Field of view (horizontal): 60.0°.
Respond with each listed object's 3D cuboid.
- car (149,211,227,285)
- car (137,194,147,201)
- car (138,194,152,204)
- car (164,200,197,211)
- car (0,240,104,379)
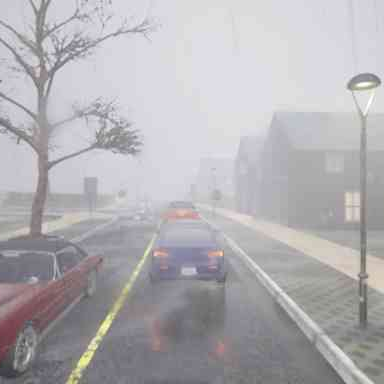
[{"bbox_3d":[-0.129,1.495,9.295,1.812,1.442,4.674,0,0,-2],"label":"car"},{"bbox_3d":[-11.288,1.252,75.189,1.812,1.442,4.674,0,0,-12],"label":"car"},{"bbox_3d":[-8.373,1.355,60.386,1.994,1.385,4.181,0,0,-10],"label":"car"},{"bbox_3d":[-0.719,1.283,21.159,2.097,1.767,4.553,0,0,-3],"label":"car"},{"bbox_3d":[-2.949,1.582,5.571,1.895,1.301,4.718,0,0,-1],"label":"car"}]
